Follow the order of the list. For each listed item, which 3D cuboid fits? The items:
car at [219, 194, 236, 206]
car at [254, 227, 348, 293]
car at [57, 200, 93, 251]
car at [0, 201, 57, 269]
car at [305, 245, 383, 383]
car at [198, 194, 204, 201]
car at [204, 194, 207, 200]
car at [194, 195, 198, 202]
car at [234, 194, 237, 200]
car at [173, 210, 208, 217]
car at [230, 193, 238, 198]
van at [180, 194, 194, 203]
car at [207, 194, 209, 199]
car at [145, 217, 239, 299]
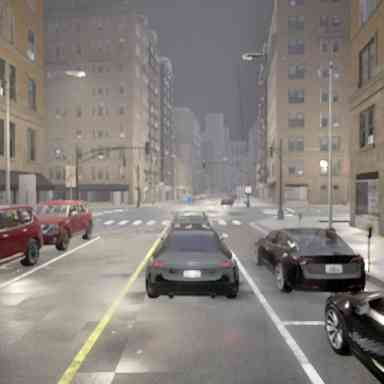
[{"bbox_3d":[5.531,1.506,53.042,1.947,1.339,4.313,0,0,9],"label":"car"},{"bbox_3d":[2.818,1.563,8.696,1.947,1.339,4.313,-1,0,0],"label":"car"},{"bbox_3d":[-5.733,1.309,14.161,2.192,1.841,5.009,-1,0,0],"label":"car"},{"bbox_3d":[-5.710,1.312,8.653,2.192,1.841,5.009,-1,0,0],"label":"car"},{"bbox_3d":[2.841,1.565,3.189,1.947,1.339,4.313,-1,0,0],"label":"car"},{"bbox_3d":[1.214,1.394,81.328,1.752,1.417,4.829,0,0,9],"label":"car"},{"bbox_3d":[2.068,1.443,86.931,1.802,1.307,4.206,0,0,9],"label":"car"},{"bbox_3d":[-0.416,1.327,70.628,1.967,1.590,4.097,0,0,9],"label":"car"},{"bbox_3d":[7.186,1.479,63.911,1.947,1.339,4.313,0,0,9],"label":"car"},{"bbox_3d":[-0.068,1.593,17.386,1.895,1.301,4.718,0,0,0],"label":"car"},{"bbox_3d":[10.494,1.190,85.647,2.192,1.841,5.009,0,0,9],"label":"car"},{"bbox_3d":[-1.244,1.240,65.194,1.690,1.788,3.998,0,0,9],"label":"van"},{"bbox_3d":[2.894,1.297,92.365,1.967,1.590,4.097,0,0,9],"label":"car"},{"bbox_3d":[0.015,1.561,8.485,1.994,1.385,4.181,0,0,0],"label":"car"}]
